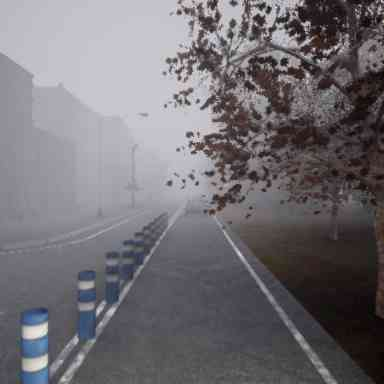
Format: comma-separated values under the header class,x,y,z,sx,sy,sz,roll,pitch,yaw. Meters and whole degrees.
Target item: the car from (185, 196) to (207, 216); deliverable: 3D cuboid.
class,x,y,z,sx,sy,sz,roll,pitch,yaw
car,0.335,1.322,29.091,2.033,1.411,5.357,0,1,1
